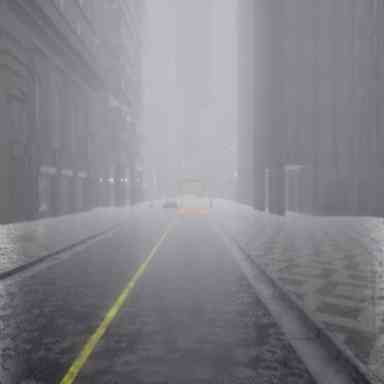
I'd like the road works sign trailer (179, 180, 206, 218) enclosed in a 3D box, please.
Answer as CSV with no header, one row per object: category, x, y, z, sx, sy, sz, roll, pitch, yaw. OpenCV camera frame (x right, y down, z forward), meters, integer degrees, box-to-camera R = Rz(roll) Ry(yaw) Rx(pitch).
road works sign trailer,-0.008,0.667,32.086,2.380,3.560,2.880,0,0,1

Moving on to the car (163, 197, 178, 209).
car,-3.097,1.858,49.283,1.994,1.385,4.181,0,0,0
